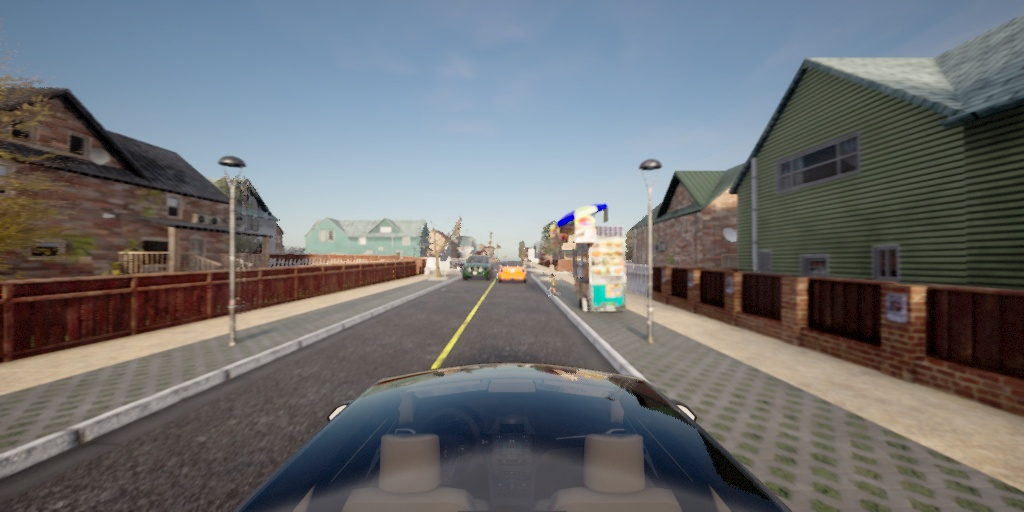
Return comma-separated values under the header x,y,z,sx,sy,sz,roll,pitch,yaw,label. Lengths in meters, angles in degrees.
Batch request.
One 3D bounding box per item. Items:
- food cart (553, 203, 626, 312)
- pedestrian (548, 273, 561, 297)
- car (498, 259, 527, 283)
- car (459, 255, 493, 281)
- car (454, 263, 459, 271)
x,y,z,sx,sy,sz,roll,pitch,yaw,label
3.008,0.207,13.088,2.280,3.560,4.660,0,0,0,food cart
1.837,1.256,15.881,0.500,1.100,0.500,1,-1,-3,pedestrian
0.050,1.095,27.863,2.097,1.767,4.553,0,0,0,car
-2.802,0.968,30.207,2.150,2.045,5.566,0,0,0,car
-5.021,1.184,44.444,4.892,1.490,1.837,1,-4,32,car
